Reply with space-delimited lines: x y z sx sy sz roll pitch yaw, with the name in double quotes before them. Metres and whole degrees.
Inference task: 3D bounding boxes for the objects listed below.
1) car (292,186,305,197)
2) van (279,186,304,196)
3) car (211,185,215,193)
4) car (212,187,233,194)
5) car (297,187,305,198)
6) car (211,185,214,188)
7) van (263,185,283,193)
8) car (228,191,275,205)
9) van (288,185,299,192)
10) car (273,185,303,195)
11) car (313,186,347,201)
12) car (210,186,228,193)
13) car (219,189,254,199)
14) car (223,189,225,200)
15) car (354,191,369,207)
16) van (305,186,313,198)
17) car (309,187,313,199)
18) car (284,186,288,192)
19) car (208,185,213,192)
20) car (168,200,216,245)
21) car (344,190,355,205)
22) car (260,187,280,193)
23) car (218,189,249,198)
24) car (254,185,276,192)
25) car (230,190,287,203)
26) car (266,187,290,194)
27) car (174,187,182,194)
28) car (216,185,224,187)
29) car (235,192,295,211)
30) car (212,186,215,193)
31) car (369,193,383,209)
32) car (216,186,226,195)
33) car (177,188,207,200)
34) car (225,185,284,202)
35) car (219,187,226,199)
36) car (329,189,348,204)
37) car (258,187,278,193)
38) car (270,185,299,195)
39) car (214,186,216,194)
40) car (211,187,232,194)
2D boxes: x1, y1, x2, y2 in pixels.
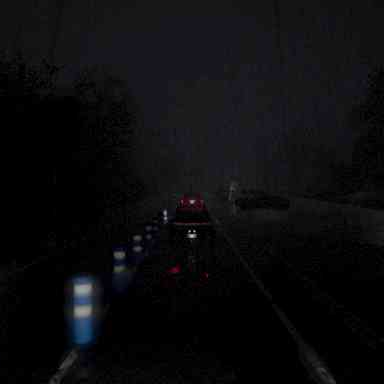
"car" 20.120 0.214 56.316 4.792 1.488 2.163 0 1 0
"van" 20.067 -0.312 67.385 4.442 1.987 1.878 0 1 0
"car" 7.100 -0.119 70.355 4.792 1.488 2.163 0 1 0
"car" 7.205 -0.344 78.680 4.892 1.521 2.231 0 1 0
"car" 20.097 0.288 53.678 4.792 1.488 2.163 0 2 1
"car" 7.123 -0.185 73.130 4.792 1.488 2.163 0 1 0
"van" 20.442 -0.707 84.125 4.442 1.987 1.878 0 1 0
"car" 7.057 0.702 39.838 5.366 1.575 1.946 0 2 0
"van" 20.005 -0.112 59.061 4.442 1.987 1.878 0 1 0
"car" 20.179 -0.403 70.152 5.566 2.045 2.435 0 1 0
"car" 20.026 0.271 45.239 5.566 2.045 2.435 0 2 0
"car" 7.261 -0.733 89.778 4.553 1.767 2.185 0 1 0
"car" 7.174 0.262 53.709 5.366 1.575 1.946 0 2 0
"car" 6.901 0.617 42.614 4.892 1.521 2.231 0 2 0
"car" 19.875 0.910 34.174 4.792 1.488 2.163 0 2 0
"van" 20.162 0.116 50.899 4.442 1.987 1.878 0 2 0
"car" 19.992 0.463 48.016 4.792 1.488 2.163 0 2 0
"car" 20.143 0.045 61.851 5.008 1.535 2.097 0 1 0
"car" 6.990 -0.283 75.906 5.366 1.575 1.946 0 1 0
"car" 0.000 1.341 14.655 2.128 1.511 4.902 0 1 0
"car" 19.925 0.831 36.943 4.674 1.452 2.002 0 2 0
"car" 20.345 -0.504 86.775 4.674 1.452 2.002 0 1 0
"car" 7.006 0.189 56.477 4.892 1.521 2.231 0 2 0
"car" 20.367 -0.929 92.433 5.566 2.045 2.435 0 1 0
"car" 6.830 0.885 34.290 5.008 1.535 2.097 0 2 0
"car" 20.272 -0.348 78.467 5.008 1.535 2.097 0 1 0
"car" -3.085 -0.390 77.317 1.882 1.535 5.008 0 1 0
"car" 7.066 -0.010 59.252 4.553 1.767 2.185 0 1 0
"car" 6.772 1.004 31.517 4.792 1.488 2.163 0 2 0
"car" 7.076 -0.054 67.579 4.792 1.488 2.163 0 1 0
"car" 19.913 0.840 31.525 4.553 1.767 2.185 0 2 0
"car" 6.781 0.342 51.060 5.366 1.575 1.946 0 2 0
"car" 0.000 0.800 29.649 2.097 1.767 4.553 0 2 0
"car" 6.876 0.544 37.056 5.566 2.045 2.435 0 2 0
"car" 6.733 0.523 45.390 5.366 1.575 1.946 0 2 0
"car" 19.765 0.698 39.712 5.366 1.575 1.946 0 2 0
"car" 20.365 -0.609 89.545 5.008 1.535 2.097 0 1 0
"car" 20.202 -0.468 72.922 5.566 2.045 2.435 0 1 0
"car" 7.088 0.078 62.028 4.792 1.488 2.163 0 1 0
"car" 7.216 -0.410 81.455 4.892 1.521 2.231 0 1 0
